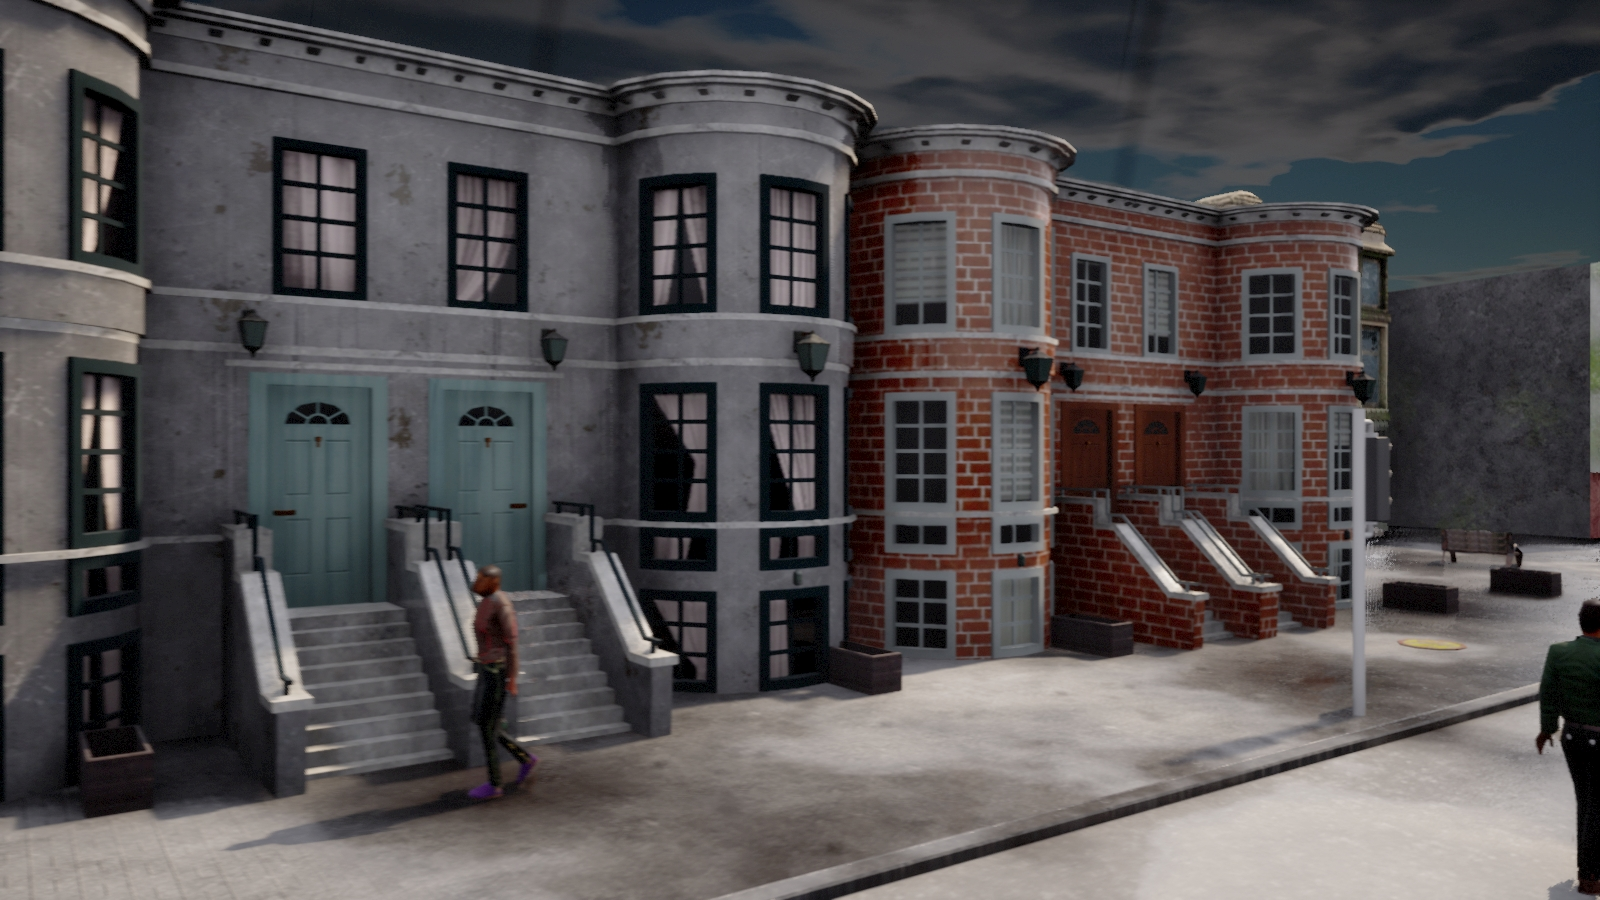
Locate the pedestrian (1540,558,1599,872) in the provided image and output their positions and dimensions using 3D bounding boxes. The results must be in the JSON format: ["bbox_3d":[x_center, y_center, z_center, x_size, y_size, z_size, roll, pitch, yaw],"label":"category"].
[{"bbox_3d":[4.952,1.627,7.161,0.375,1.860,0.375,0,0,-19],"label":"pedestrian"}]

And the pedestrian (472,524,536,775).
[{"bbox_3d":[-2.305,1.524,8.883,0.375,1.860,0.375,0,0,-35],"label":"pedestrian"}]
